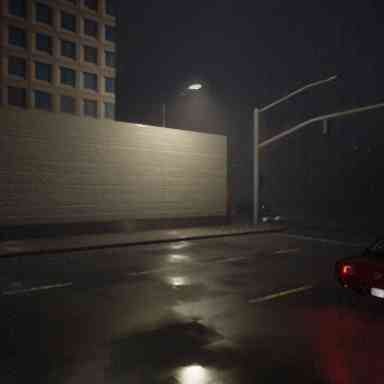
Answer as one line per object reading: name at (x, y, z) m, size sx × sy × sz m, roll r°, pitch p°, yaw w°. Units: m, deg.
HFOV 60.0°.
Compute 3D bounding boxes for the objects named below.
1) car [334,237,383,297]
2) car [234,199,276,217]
car at (5.396, 1.649, 7.611) m, size 4.718 × 1.301 × 1.895 m, roll 0°, pitch 0°, yaw -35°
car at (6.534, 1.545, 34.485) m, size 2.097 × 1.767 × 4.553 m, roll 0°, pitch 0°, yaw -35°
